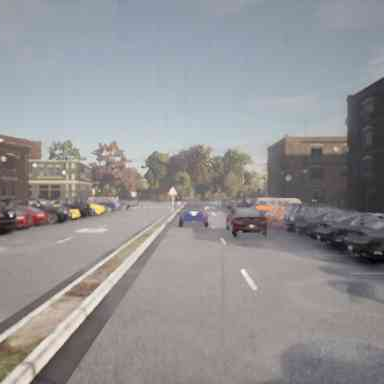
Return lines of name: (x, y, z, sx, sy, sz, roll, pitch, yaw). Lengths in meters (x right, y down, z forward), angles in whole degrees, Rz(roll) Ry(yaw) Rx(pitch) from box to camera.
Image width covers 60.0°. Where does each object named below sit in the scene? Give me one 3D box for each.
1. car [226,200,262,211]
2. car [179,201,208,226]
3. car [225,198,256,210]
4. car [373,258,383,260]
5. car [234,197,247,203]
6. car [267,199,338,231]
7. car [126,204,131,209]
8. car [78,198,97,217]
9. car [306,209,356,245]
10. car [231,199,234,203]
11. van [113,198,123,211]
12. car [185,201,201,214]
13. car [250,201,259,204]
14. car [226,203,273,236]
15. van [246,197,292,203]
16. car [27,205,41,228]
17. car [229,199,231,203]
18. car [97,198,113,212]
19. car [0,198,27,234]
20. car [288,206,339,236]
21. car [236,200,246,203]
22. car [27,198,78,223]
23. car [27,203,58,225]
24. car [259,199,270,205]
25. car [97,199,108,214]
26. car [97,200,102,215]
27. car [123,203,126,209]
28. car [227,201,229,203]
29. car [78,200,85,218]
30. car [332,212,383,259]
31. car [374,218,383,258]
car: (7.692, 2.003, 49.586, 5.008, 1.535, 2.097, 0, 0, 0)
car: (0.124, 1.603, 25.576, 2.097, 1.767, 4.553, 0, -1, 0)
car: (7.658, 1.900, 52.350, 4.553, 1.767, 2.185, 0, 0, 0)
car: (3.102, 1.541, 1.710, 1.812, 1.442, 4.674, 0, 0, 0)
car: (7.702, 1.602, 35.801, 5.566, 2.045, 2.435, 0, -1, 0)
car: (7.692, 1.565, 22.014, 4.553, 1.767, 2.185, 0, -1, 0)
car: (-12.431, 2.071, 54.209, 4.792, 1.488, 2.163, 0, 0, 0)
car: (-12.528, 1.557, 32.097, 5.566, 2.045, 2.435, 0, -1, 0)
car: (7.647, 1.605, 13.741, 4.892, 1.521, 2.231, 0, -1, 0)
car: (7.685, 1.921, 41.311, 4.892, 1.521, 2.231, 0, -1, 0)
van: (-12.358, 1.752, 45.868, 4.442, 1.987, 1.878, 0, -1, 0)
car: (0.140, 1.922, 41.812, 1.882, 1.535, 5.008, 0, -1, 0)
car: (7.671, 1.754, 27.526, 5.008, 1.535, 2.097, 0, -1, 0)
car: (3.130, 1.664, 19.810, 1.882, 1.535, 5.008, 0, -1, 0)
van: (7.552, 1.561, 30.286, 4.442, 1.987, 1.878, 0, -1, 0)
car: (-12.515, 1.712, 20.977, 4.674, 1.452, 2.002, 0, -1, 0)
car: (7.651, 1.824, 44.074, 4.553, 1.767, 2.185, 0, -1, 0)
car: (-12.515, 1.788, 40.431, 4.553, 1.767, 2.185, 0, -1, 0)
car: (-12.551, 1.390, 18.201, 5.566, 2.045, 2.435, 0, -1, 0)
car: (7.649, 1.633, 16.498, 4.892, 1.521, 2.231, 0, -1, 0)
car: (7.486, 1.817, 33.041, 5.366, 1.575, 1.946, 0, -1, 0)
car: (-12.480, 1.486, 26.413, 5.566, 2.045, 2.435, 0, -1, 0)
car: (-12.510, 1.744, 23.691, 4.674, 1.452, 2.002, 0, -1, 0)
car: (7.695, 1.596, 24.770, 4.553, 1.767, 2.185, 0, -1, 0)
car: (-12.484, 1.877, 37.526, 5.008, 1.535, 2.097, 0, -1, 0)
car: (-12.500, 1.844, 34.872, 4.892, 1.521, 2.231, 0, -1, 0)
car: (-12.501, 1.878, 48.775, 4.553, 1.767, 2.185, 0, 0, 0)
car: (7.682, 2.017, 46.830, 4.674, 1.452, 2.002, 0, -1, 0)
car: (-12.689, 1.769, 29.314, 5.366, 1.575, 1.946, 0, -1, 0)
car: (7.644, 1.579, 10.984, 4.892, 1.521, 2.231, 0, -1, 0)
car: (7.641, 1.553, 8.228, 4.892, 1.521, 2.231, 0, -1, 0)
